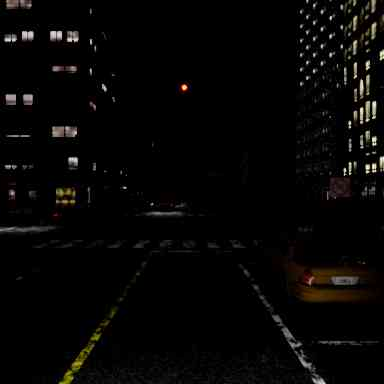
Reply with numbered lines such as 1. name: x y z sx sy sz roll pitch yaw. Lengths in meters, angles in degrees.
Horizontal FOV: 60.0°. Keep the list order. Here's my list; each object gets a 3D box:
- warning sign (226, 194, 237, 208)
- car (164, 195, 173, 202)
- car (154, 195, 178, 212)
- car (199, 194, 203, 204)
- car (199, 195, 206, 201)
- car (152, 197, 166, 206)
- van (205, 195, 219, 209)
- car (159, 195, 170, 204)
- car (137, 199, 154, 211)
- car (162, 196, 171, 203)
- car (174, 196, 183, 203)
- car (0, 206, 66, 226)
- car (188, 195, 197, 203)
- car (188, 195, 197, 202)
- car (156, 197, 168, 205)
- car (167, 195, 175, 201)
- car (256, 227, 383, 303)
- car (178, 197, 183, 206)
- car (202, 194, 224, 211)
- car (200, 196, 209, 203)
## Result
1. warning sign: 5.124 1.135 43.665 1.300 1.860 1.060 0 0 0
2. car: -5.600 1.516 79.107 1.967 1.590 4.097 0 0 0
3. car: -3.052 1.494 39.882 1.882 1.535 5.008 0 1 0
4. car: 2.760 1.362 62.517 2.192 1.841 5.009 0 0 0
5. car: 2.794 1.625 90.321 1.752 1.417 4.829 0 0 0
6. car: -5.626 1.588 57.001 2.008 1.369 4.403 0 0 0
7. van: 2.740 1.364 45.937 1.690 1.788 3.998 0 0 0
8. car: -5.613 1.496 68.054 1.967 1.590 4.097 0 0 0
9. car: -5.645 1.567 40.421 2.008 1.369 4.403 0 0 0
10. car: -5.606 1.648 73.581 1.802 1.307 4.206 0 0 0
11. car: -2.913 1.624 71.909 1.895 1.301 4.718 0 0 0
12. car: -12.131 1.722 24.288 5.357 1.411 2.033 -1 0 0
13. car: 0.082 1.536 69.190 1.882 1.535 5.008 0 0 0
14. car: 0.095 1.531 79.608 2.033 1.411 5.357 0 0 0
15. car: -5.619 1.591 62.526 1.887 1.381 4.507 0 0 0
16. car: -5.586 1.624 89.991 1.752 1.417 4.829 0 0 0
17. car: 2.696 1.526 8.168 1.752 1.417 4.829 0 0 0
18. car: -3.018 1.562 56.506 1.812 1.442 4.674 0 0 0
19. car: 2.734 1.332 40.411 2.192 1.841 5.009 0 0 0
20. car: 2.774 1.611 73.571 1.887 1.381 4.507 0 0 0
